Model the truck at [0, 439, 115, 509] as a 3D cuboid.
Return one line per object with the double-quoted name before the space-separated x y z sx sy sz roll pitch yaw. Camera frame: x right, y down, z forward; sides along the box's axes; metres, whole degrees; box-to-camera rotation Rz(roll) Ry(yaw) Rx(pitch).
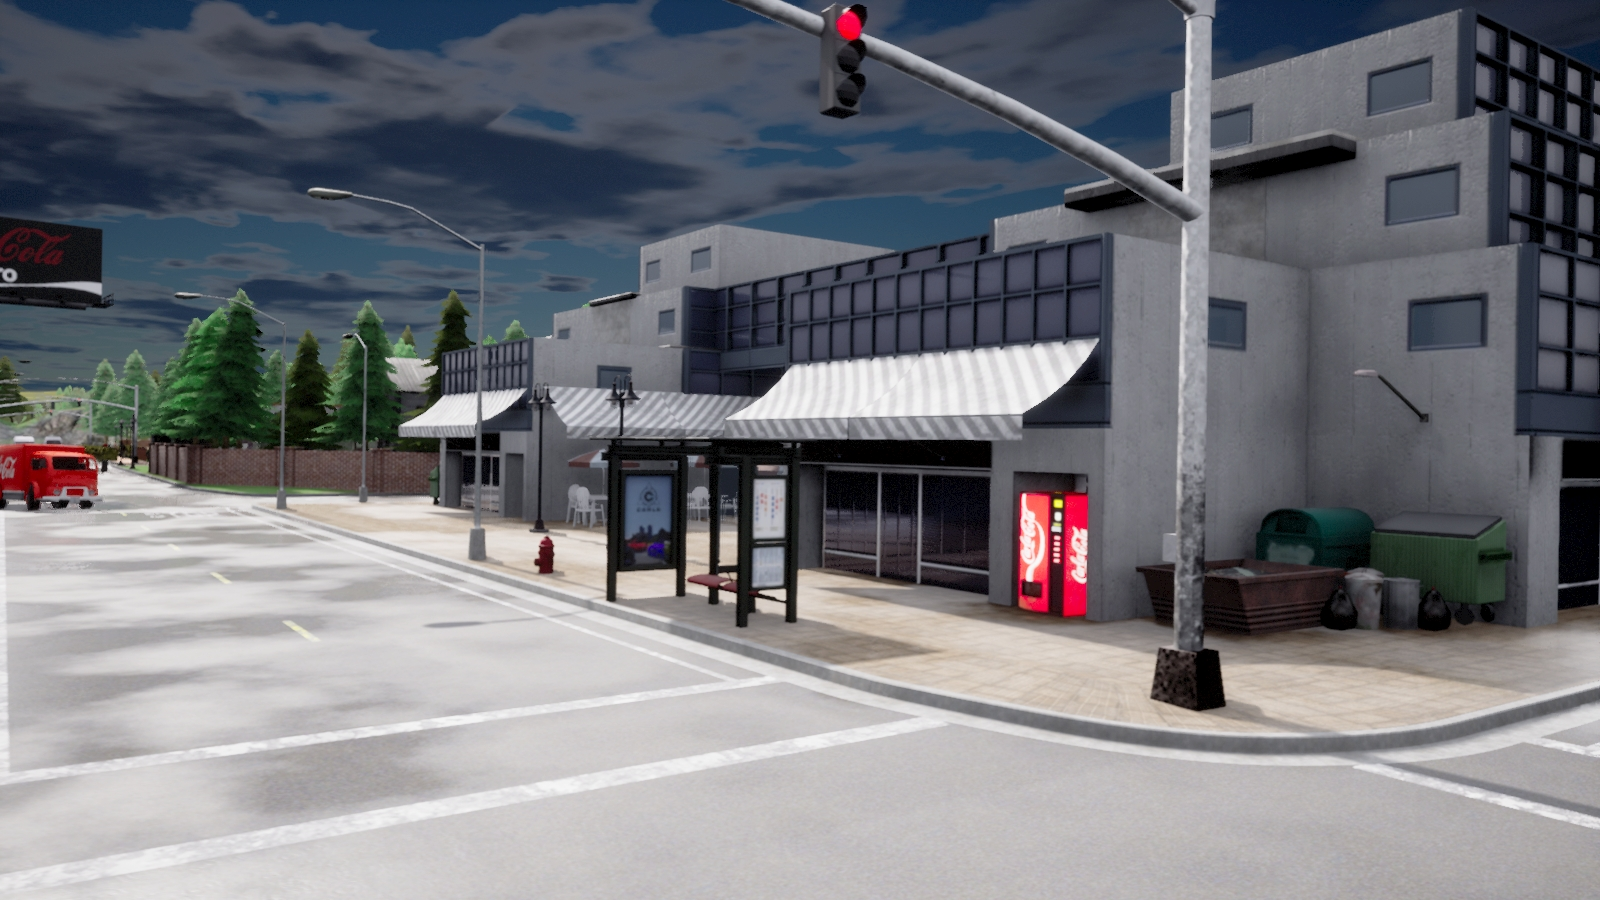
"truck" -28.374 0.939 42.895 5.204 2.467 2.627 -1 -3 35
